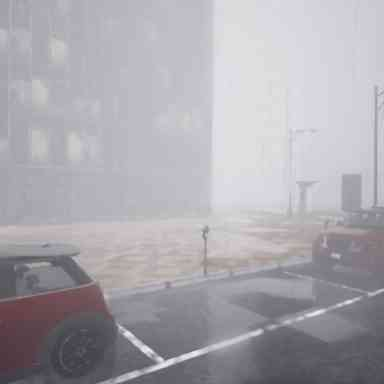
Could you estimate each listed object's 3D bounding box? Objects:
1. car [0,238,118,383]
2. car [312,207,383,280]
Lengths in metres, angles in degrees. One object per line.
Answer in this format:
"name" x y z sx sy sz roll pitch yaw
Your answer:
"car" -3.074 1.437 3.904 4.097 1.590 1.967 1 0 -35
"car" 5.916 1.415 10.393 5.009 1.841 2.192 1 0 -35
